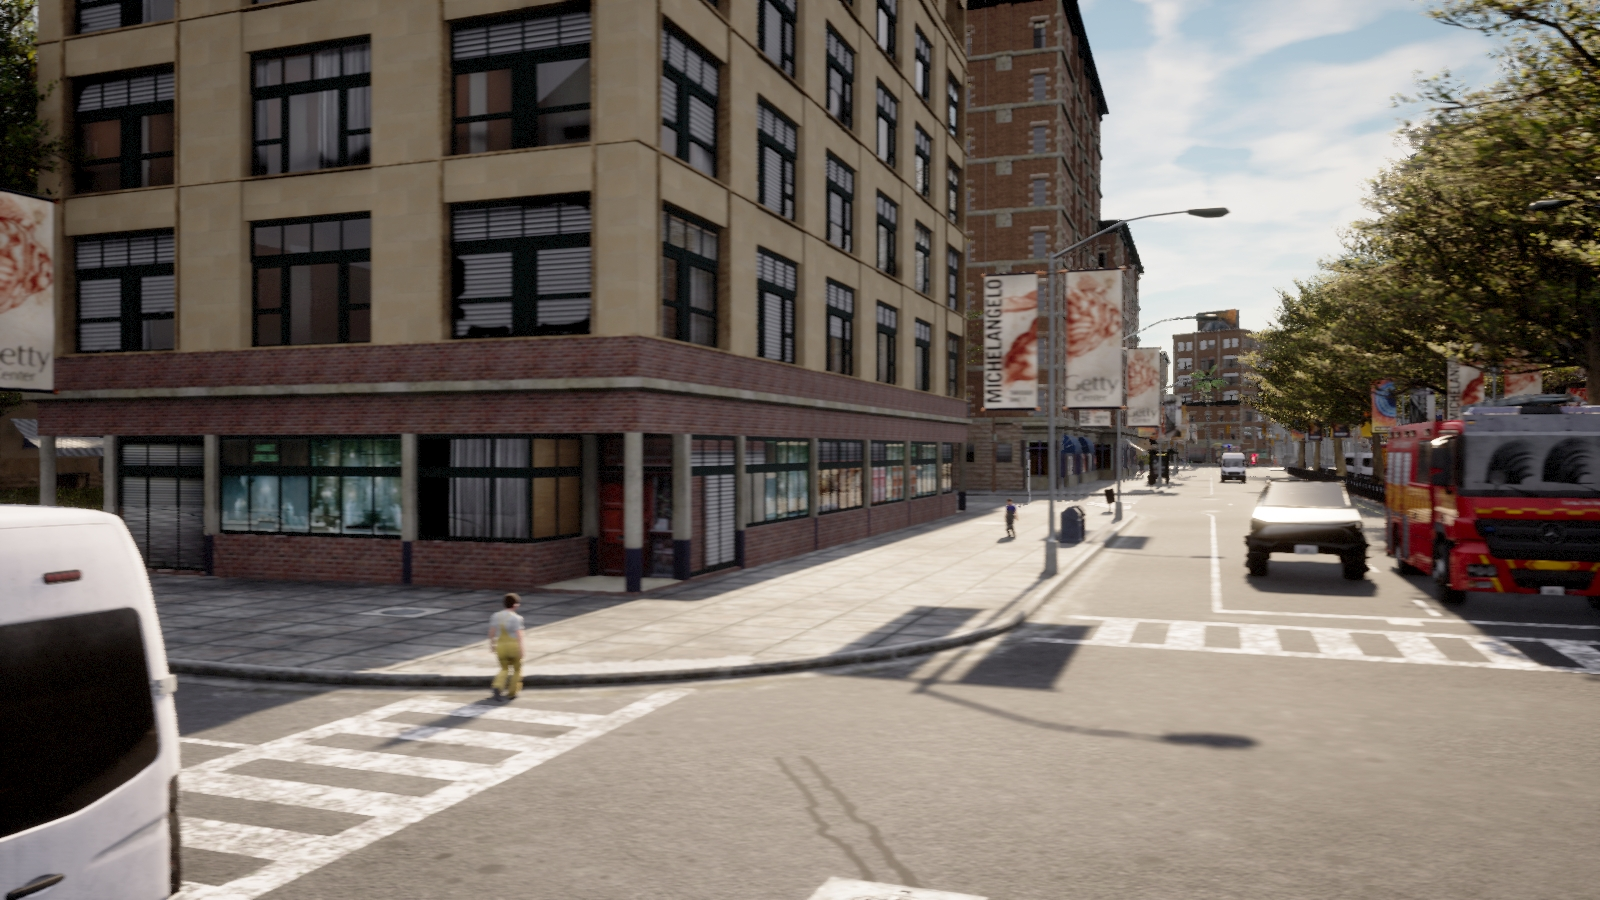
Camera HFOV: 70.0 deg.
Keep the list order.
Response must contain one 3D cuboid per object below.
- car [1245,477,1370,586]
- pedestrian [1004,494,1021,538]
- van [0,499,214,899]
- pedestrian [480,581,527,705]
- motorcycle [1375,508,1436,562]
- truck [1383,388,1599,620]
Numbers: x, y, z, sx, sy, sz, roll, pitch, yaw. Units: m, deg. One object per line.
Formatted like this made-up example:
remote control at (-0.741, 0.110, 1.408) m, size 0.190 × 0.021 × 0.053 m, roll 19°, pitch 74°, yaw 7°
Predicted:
car at (11.916, 1.754, 26.936) m, size 2.390 × 2.098 × 6.274 m, roll 0°, pitch 0°, yaw 24°
pedestrian at (6.361, 1.976, 34.247) m, size 0.375 × 1.300 × 0.375 m, roll 0°, pitch 0°, yaw 34°
van at (-5.875, 1.534, 5.447) m, size 5.915 × 2.561 × 1.988 m, roll 0°, pitch 0°, yaw 20°
pedestrian at (-3.284, 2.128, 12.663) m, size 0.375 × 1.300 × 0.375 m, roll 0°, pitch 0°, yaw 15°
motorcycle at (15.839, 2.205, 29.935) m, size 0.867 × 1.251 × 2.209 m, roll 0°, pitch 0°, yaw 13°
truck at (13.965, 0.891, 23.019) m, size 2.891 × 3.827 × 8.468 m, roll 0°, pitch 0°, yaw 20°
